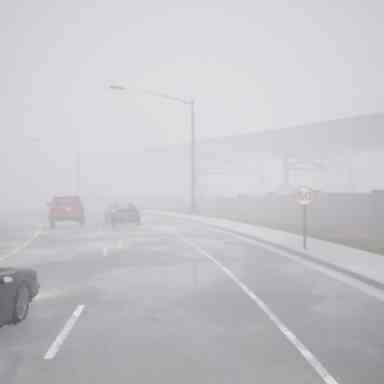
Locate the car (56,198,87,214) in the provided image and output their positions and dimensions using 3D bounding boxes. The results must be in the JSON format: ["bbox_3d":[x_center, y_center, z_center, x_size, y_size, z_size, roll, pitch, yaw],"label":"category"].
[{"bbox_3d":[-13.811,1.514,37.854,1.801,1.575,5.366,-2,1,-37],"label":"car"}]

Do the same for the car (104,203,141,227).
[{"bbox_3d":[-4.813,1.474,22.643,2.128,1.511,4.902,-1,0,-22],"label":"car"}]

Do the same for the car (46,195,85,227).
[{"bbox_3d":[-9.025,1.266,23.711,2.150,2.045,5.566,-1,0,-25],"label":"car"}]

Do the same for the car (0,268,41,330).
[{"bbox_3d":[-3.660,1.570,4.019,2.033,1.411,5.357,-1,0,-5],"label":"car"}]
